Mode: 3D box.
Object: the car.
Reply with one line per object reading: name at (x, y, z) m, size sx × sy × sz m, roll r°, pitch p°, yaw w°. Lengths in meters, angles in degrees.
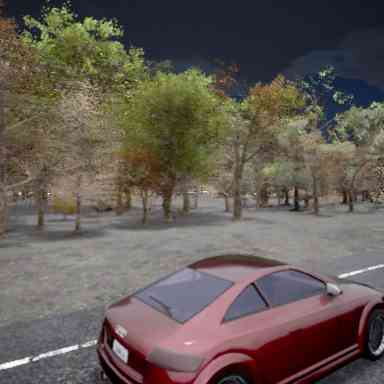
car at (0.912, 1.566, 4.523) m, size 4.181 × 1.385 × 1.994 m, roll 0°, pitch 0°, yaw -36°
